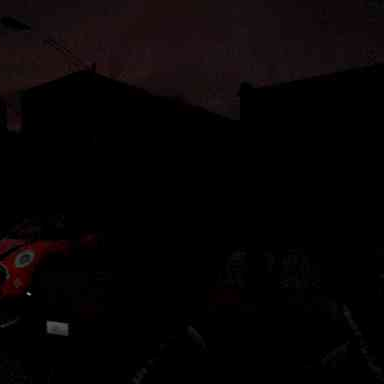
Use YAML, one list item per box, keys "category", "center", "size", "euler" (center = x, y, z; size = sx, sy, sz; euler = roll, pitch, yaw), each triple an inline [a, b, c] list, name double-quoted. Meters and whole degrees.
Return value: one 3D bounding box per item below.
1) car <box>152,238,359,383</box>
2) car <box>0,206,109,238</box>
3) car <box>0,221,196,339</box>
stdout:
- category: "car"
  center: [1.230, 1.528, 5.212]
  size: [2.002, 1.452, 4.674]
  euler: [1, -1, 16]
- category: "car"
  center: [-3.642, 1.368, 8.734]
  size: [2.185, 1.767, 4.553]
  euler: [0, -1, 16]
- category: "car"
  center: [-1.221, 1.519, 6.928]
  size: [2.163, 1.488, 4.792]
  euler: [0, -1, 16]
